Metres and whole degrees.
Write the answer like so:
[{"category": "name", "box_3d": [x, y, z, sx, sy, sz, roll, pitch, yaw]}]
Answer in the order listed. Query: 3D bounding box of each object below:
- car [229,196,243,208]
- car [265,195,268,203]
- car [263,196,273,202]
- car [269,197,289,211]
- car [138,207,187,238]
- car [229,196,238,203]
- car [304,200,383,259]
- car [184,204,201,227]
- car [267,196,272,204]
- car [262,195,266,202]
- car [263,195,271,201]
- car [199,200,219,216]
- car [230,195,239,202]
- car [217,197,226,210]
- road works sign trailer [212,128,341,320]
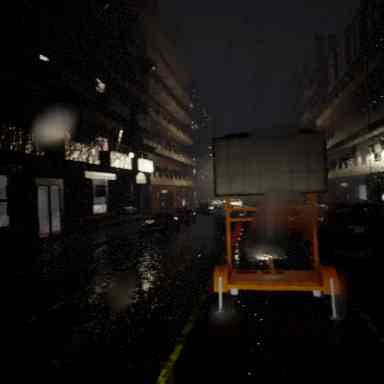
[{"category": "car", "box_3d": [6.069, 1.708, 46.588, 1.812, 1.442, 4.674, -2, -1, 11]}, {"category": "car", "box_3d": [12.655, 1.424, 50.670, 1.967, 1.590, 4.097, -3, -1, 11]}, {"category": "car", "box_3d": [17.858, 1.589, 78.193, 2.008, 1.369, 4.403, -3, -1, 11]}, {"category": "car", "box_3d": [10.612, 1.489, 39.826, 1.752, 1.417, 4.829, -3, -1, 11]}, {"category": "car", "box_3d": [-1.798, 1.810, 19.221, 1.802, 1.307, 4.206, -3, -1, 11]}, {"category": "car", "box_3d": [10.673, 1.905, 85.278, 2.008, 1.369, 4.403, -3, -1, 11]}, {"category": "car", "box_3d": [5.374, 1.228, 12.138, 2.192, 1.841, 5.009, -3, -1, 11]}, {"category": "car", "box_3d": [-0.758, 1.821, 24.725, 1.802, 1.307, 4.206, -3, -1, 11]}, {"category": "car", "box_3d": [11.622, 1.540, 45.163, 1.947, 1.339, 4.313, -3, -1, 11]}, {"category": "car", "box_3d": [16.819, 1.593, 72.687, 1.947, 1.339, 4.313, -3, -1, 11]}, {"category": "car", "box_3d": [18.928, 1.574, 83.865, 1.752, 1.417, 4.829, -3, -1, 11]}, {"category": "car", "box_3d": [1.319, 1.810, 35.736, 2.008, 1.369, 4.403, -3, -1, 11]}, {"category": "car", "box_3d": [11.701, 1.680, 90.786, 2.192, 1.841, 5.009, -3, -1, 11]}, {"category": "car", "box_3d": [3.398, 1.830, 46.745, 2.008, 1.369, 4.403, -3, -1, 11]}, {"category": "road works sign trailer", "box_3d": [1.725, 0.466, 7.378, 2.380, 3.560, 2.880, -2, 0, 11]}]
